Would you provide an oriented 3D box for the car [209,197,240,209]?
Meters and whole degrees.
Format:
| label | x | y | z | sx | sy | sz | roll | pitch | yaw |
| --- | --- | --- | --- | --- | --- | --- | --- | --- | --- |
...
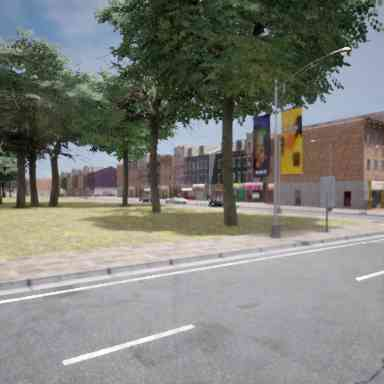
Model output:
| label | x | y | z | sx | sy | sz | roll | pitch | yaw |
| --- | --- | --- | --- | --- | --- | --- | --- | --- | --- |
| car | 4.197 | 1.442 | 43.577 | 2.128 | 1.511 | 4.902 | 1 | 0 | -35 |

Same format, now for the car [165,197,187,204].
| label | x | y | z | sx | sy | sz | roll | pitch | yaw |
| --- | --- | --- | --- | --- | --- | --- | --- | --- | --- |
| car | -2.863 | 1.476 | 58.485 | 1.895 | 1.301 | 4.718 | 1 | 0 | -35 |

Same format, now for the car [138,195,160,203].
| label | x | y | z | sx | sy | sz | roll | pitch | yaw |
| --- | --- | --- | --- | --- | --- | --- | --- | --- | --- |
| car | -8.733 | 1.389 | 66.637 | 2.033 | 1.411 | 5.357 | 1 | 0 | -35 |

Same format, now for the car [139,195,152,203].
| label | x | y | z | sx | sy | sz | roll | pitch | yaw |
| --- | --- | --- | --- | --- | --- | --- | --- | --- | --- |
| car | -7.551 | 1.367 | 60.236 | 1.837 | 1.490 | 4.892 | 1 | 0 | -35 |
